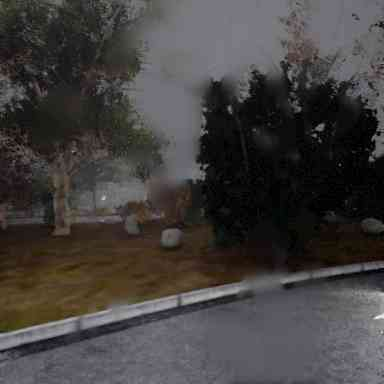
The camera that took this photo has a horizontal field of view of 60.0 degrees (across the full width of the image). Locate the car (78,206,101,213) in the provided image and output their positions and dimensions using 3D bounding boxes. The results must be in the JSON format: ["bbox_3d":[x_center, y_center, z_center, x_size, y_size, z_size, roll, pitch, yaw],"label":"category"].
[{"bbox_3d":[-24.906,4.267,80.518,4.892,1.521,2.231,0,-3,-34],"label":"car"}]

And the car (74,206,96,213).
[{"bbox_3d":[-26.737,4.421,83.227,5.008,1.535,2.097,0,-3,-34],"label":"car"}]

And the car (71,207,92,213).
[{"bbox_3d":[-28.482,4.610,85.842,4.674,1.452,2.002,0,-3,-34],"label":"car"}]

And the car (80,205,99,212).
[{"bbox_3d":[-23.084,4.152,77.798,4.674,1.452,2.002,0,-3,-34],"label":"car"}]

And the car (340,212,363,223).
[{"bbox_3d":[13.386,1.333,24.144,5.566,2.045,2.435,0,-1,-35],"label":"car"}]
